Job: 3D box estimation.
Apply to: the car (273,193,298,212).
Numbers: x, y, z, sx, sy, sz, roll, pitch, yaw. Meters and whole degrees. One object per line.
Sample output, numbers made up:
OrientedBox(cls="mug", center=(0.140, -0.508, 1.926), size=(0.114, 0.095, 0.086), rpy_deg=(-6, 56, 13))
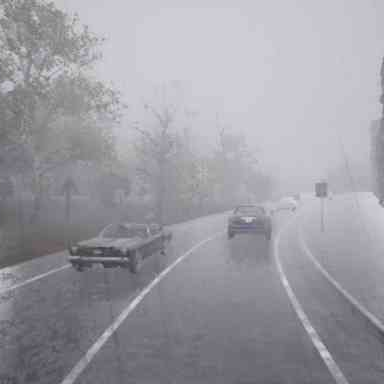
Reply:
OrientedBox(cls="car", center=(10.058, 1.239, 34.982), size=(1.812, 1.442, 4.674), rpy_deg=(-2, 1, 23))

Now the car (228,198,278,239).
OrientedBox(cls="car", center=(3.270, 1.383, 17.738), size=(2.097, 1.767, 4.553), rpy_deg=(-1, 0, 16))

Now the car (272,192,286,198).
OrientedBox(cls="car", center=(13.916, 0.763, 52.172), size=(2.097, 1.767, 4.553), rpy_deg=(-2, 1, 24))

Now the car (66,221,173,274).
OrientedBox(cls="car", center=(-2.078, 1.657, 10.955), size=(1.895, 1.301, 4.718), rpy_deg=(-1, 0, 11))
